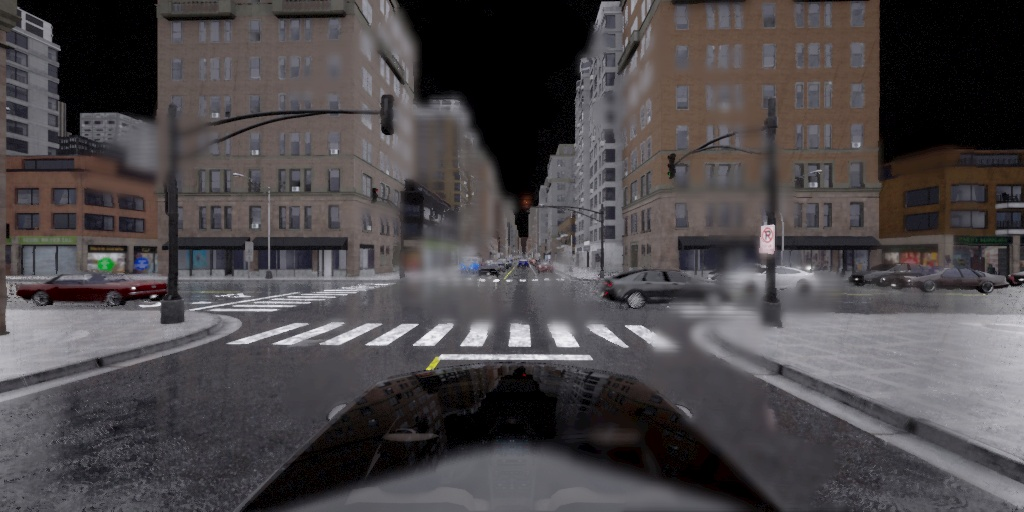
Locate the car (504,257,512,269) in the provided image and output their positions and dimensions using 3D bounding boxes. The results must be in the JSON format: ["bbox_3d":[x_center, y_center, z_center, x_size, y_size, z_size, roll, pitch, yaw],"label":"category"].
[{"bbox_3d":[-1.488,1.136,54.534,2.097,1.767,4.553,0,0,2],"label":"car"}]

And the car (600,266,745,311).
[{"bbox_3d":[5.990,1.260,14.080,4.892,1.490,1.837,0,0,2],"label":"car"}]

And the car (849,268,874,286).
[{"bbox_3d":[25.063,1.283,23.490,4.892,1.490,1.837,0,0,2],"label":"car"}]

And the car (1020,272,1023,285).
[{"bbox_3d":[35.045,1.359,23.196,4.181,1.385,1.994,0,0,2],"label":"car"}]

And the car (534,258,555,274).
[{"bbox_3d":[3.814,1.210,40.847,1.967,1.591,4.097,0,0,2],"label":"car"}]

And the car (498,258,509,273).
[{"bbox_3d":[-1.812,1.338,44.897,1.994,1.385,4.181,0,0,3],"label":"car"}]

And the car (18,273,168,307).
[{"bbox_3d":[-16.834,1.336,14.729,4.718,1.301,1.895,0,0,2],"label":"car"}]

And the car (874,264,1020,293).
[{"bbox_3d":[24.356,1.325,20.258,5.357,1.411,2.033,0,0,2],"label":"car"}]

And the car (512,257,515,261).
[{"bbox_3d":[-1.085,1.146,65.272,2.097,1.767,4.553,0,0,3],"label":"car"}]

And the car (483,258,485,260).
[{"bbox_3d":[-4.520,1.090,46.652,2.192,1.841,5.009,0,0,2],"label":"car"}]

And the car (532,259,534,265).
[{"bbox_3d":[4.002,1.341,46.369,1.948,1.339,4.313,0,0,2],"label":"car"}]

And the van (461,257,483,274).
[{"bbox_3d":[-4.707,1.111,41.132,1.690,1.789,3.998,0,0,2],"label":"van"}]

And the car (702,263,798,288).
[{"bbox_3d":[15.646,1.257,23.758,4.902,1.511,2.128,0,0,2],"label":"car"}]

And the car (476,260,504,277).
[{"bbox_3d":[-2.142,1.365,35.814,1.895,1.301,4.718,0,0,2],"label":"car"}]

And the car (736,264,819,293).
[{"bbox_3d":[14.769,1.291,20.531,4.674,1.442,1.812,0,0,3],"label":"car"}]
